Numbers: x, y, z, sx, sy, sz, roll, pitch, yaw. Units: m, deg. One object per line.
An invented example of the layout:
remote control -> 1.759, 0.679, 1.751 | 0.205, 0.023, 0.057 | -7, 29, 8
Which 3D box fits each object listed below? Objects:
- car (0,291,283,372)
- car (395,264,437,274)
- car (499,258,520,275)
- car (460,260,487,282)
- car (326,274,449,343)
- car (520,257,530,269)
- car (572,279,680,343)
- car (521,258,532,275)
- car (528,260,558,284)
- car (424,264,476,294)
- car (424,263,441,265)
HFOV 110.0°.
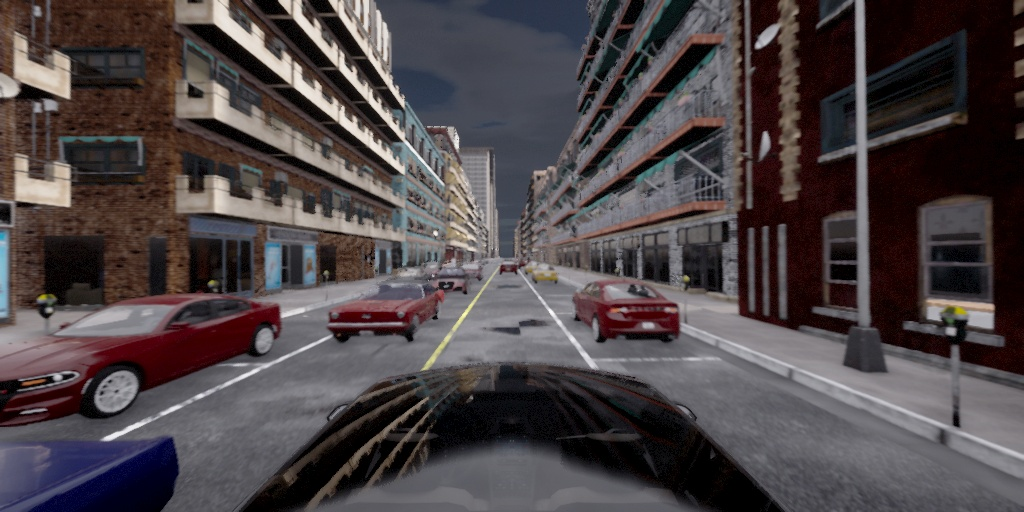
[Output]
car -> -5.846, 1.342, 5.990 | 1.888, 1.381, 4.507 | 0, 0, -1
car -> -5.917, 1.338, 20.700 | 2.007, 1.370, 4.403 | 0, 0, -1
car -> -0.381, 1.205, 38.861 | 1.882, 1.535, 5.008 | 0, 0, -1
car -> -3.354, 1.327, 29.605 | 1.812, 1.442, 4.674 | 0, 0, -1
car -> -3.187, 1.372, 9.997 | 1.895, 1.301, 4.718 | 0, 0, -1
car -> 1.997, 1.014, 54.909 | 2.192, 1.841, 5.009 | 0, 0, -1
car -> 2.720, 1.266, 9.458 | 1.888, 1.381, 4.507 | 0, 0, -1
car -> 2.227, 1.231, 38.033 | 1.751, 1.417, 4.829 | 0, 0, -1
car -> 2.381, 1.237, 26.669 | 1.751, 1.417, 4.829 | 0, 0, -1
car -> -3.322, 1.330, 19.946 | 1.994, 1.385, 4.181 | 0, 0, -1
car -> -5.994, 1.224, 26.382 | 1.967, 1.591, 4.097 | 0, 0, -1
